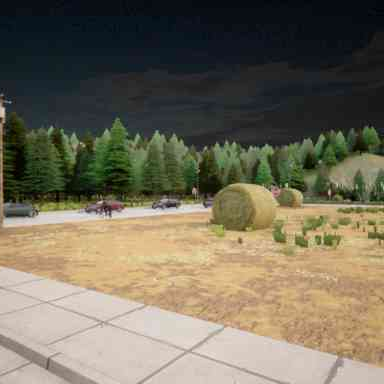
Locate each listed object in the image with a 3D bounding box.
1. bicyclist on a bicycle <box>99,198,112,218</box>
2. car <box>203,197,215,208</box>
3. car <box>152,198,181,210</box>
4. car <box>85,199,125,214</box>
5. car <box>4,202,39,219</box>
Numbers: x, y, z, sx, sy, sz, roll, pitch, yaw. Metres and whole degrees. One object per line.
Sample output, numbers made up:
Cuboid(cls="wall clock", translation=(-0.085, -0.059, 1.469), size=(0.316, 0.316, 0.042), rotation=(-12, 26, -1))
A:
Cuboid(cls="bicyclist on a bicycle", translation=(-7.049, 1.327, 27.042), size=(1.656, 1.620, 0.582), rotation=(0, 0, 36))
Cuboid(cls="car", translation=(3.489, 1.518, 47.795), size=(2.128, 1.511, 4.902), rotation=(0, 0, 37))
Cuboid(cls="car", translation=(-3.386, 1.552, 44.573), size=(1.812, 1.442, 4.674), rotation=(0, 0, 37))
Cuboid(cls="car", translation=(-9.468, 1.552, 36.347), size=(1.812, 1.442, 4.674), rotation=(0, 0, 36))
Cuboid(cls="car", translation=(-15.382, 1.591, 28.356), size=(1.994, 1.385, 4.181), rotation=(0, 0, 36))
